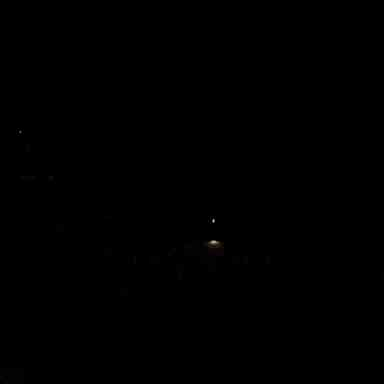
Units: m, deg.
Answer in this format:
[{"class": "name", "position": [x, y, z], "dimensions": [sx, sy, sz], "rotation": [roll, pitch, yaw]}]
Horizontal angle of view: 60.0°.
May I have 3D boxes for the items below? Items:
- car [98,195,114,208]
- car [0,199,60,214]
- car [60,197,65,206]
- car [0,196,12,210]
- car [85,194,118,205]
[{"class": "car", "position": [-9.002, 1.243, 40.054], "dimensions": [1.802, 1.307, 4.206], "rotation": [2, 2, 35]}, {"class": "car", "position": [-15.240, 1.340, 31.292], "dimensions": [2.008, 1.369, 4.403], "rotation": [2, 2, 35]}, {"class": "car", "position": [-16.251, 1.130, 44.569], "dimensions": [2.008, 1.369, 4.403], "rotation": [2, 2, 35]}, {"class": "car", "position": [-22.385, 1.231, 35.954], "dimensions": [1.752, 1.417, 4.829], "rotation": [2, 2, 35]}, {"class": "car", "position": [-13.235, 1.081, 48.807], "dimensions": [1.947, 1.339, 4.313], "rotation": [2, 2, 35]}]
